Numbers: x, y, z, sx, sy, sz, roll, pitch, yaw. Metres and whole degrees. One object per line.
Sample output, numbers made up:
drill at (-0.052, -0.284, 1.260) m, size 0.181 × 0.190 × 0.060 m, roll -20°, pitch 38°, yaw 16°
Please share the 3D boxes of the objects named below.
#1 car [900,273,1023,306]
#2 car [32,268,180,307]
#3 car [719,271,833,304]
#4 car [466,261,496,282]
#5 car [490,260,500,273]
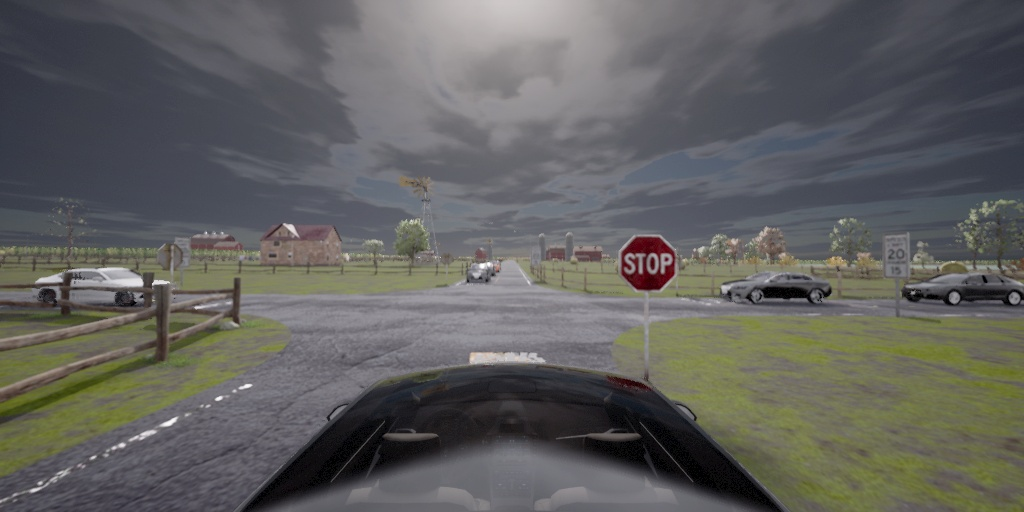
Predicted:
car at (22.210, 1.604, 17.730) m, size 4.892 × 1.490 × 1.837 m, roll 1°, pitch -1°, yaw -1°
car at (-16.033, 1.197, 14.277) m, size 4.674 × 1.442 × 1.812 m, roll 0°, pitch -1°, yaw -1°
car at (12.808, 1.500, 17.564) m, size 4.902 × 1.511 × 2.128 m, roll 1°, pitch -1°, yaw -2°
car at (-2.848, 1.436, 31.219) m, size 2.128 × 1.511 × 4.902 m, roll 0°, pitch 0°, yaw 0°
car at (-2.838, 1.496, 40.560) m, size 2.128 × 1.511 × 4.902 m, roll 0°, pitch 0°, yaw 0°
